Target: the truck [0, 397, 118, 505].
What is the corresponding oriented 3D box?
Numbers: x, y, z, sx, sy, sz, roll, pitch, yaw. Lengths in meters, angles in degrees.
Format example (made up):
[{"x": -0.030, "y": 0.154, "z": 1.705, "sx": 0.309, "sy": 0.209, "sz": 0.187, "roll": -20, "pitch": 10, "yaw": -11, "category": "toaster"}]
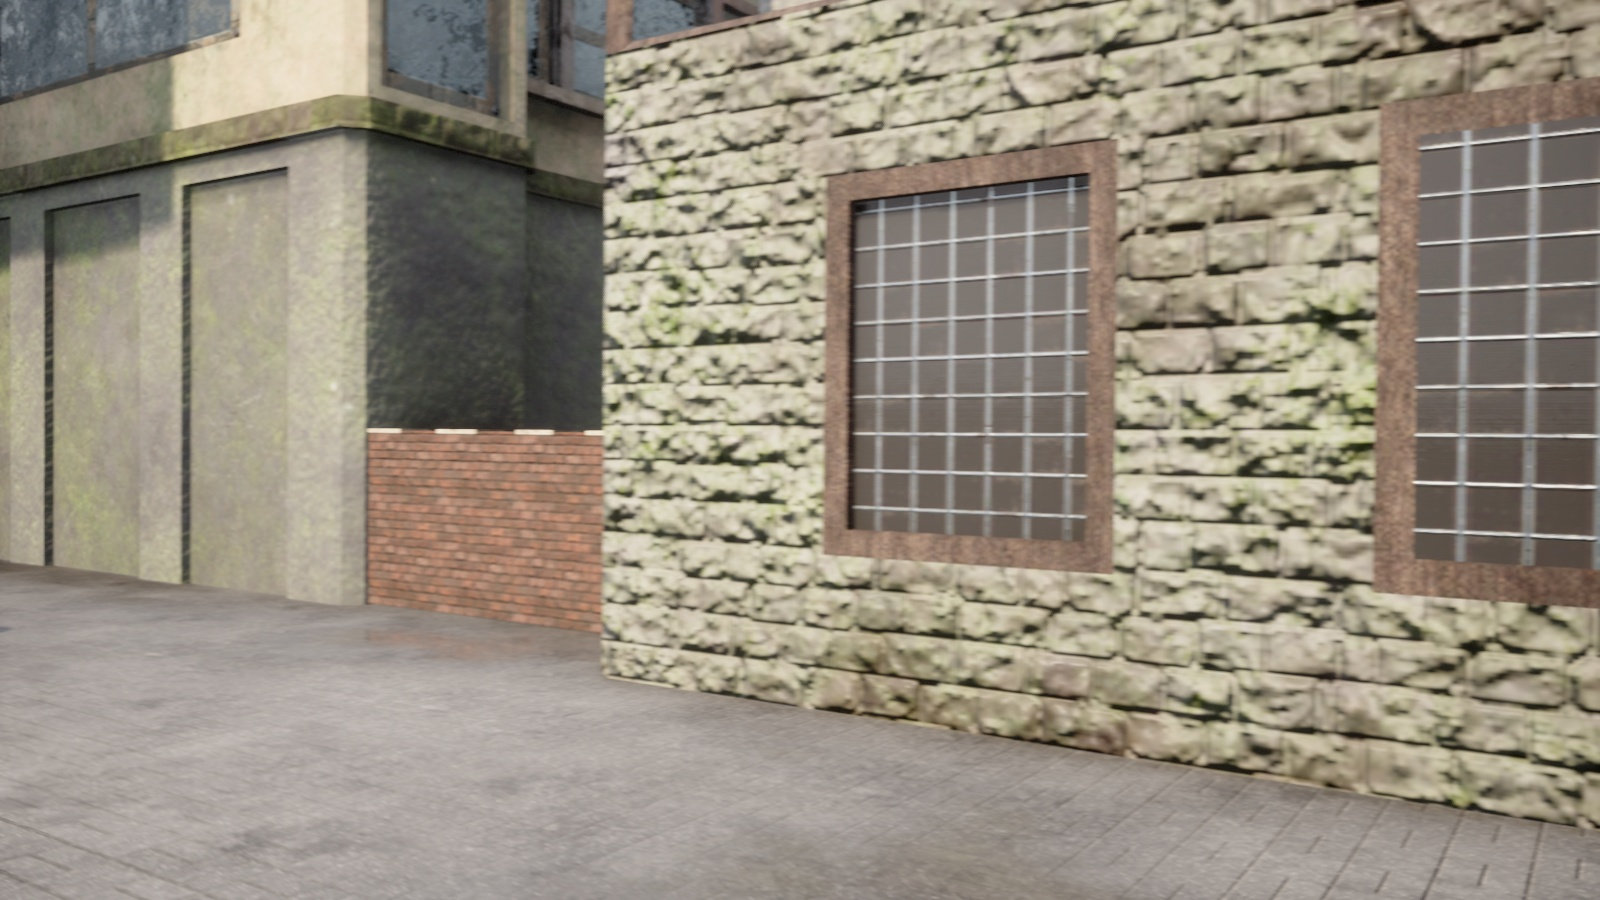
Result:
[{"x": -19.401, "y": 0.017, "z": 29.579, "sx": 2.627, "sy": 2.467, "sz": 5.204, "roll": 0, "pitch": 1, "yaw": 34, "category": "truck"}]
